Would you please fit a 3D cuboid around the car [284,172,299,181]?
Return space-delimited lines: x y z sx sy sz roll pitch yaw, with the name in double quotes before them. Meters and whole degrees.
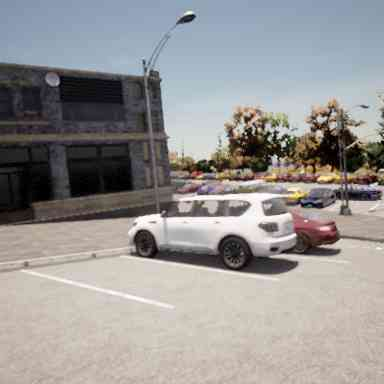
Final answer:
"car" 17.866 -2.381 55.487 2.002 1.452 4.674 0 6 42

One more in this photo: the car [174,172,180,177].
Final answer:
"car" -1.659 -4.586 95.334 5.366 1.575 1.946 -9 7 -44

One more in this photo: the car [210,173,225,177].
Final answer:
"car" 7.184 -3.541 76.605 2.097 1.535 5.008 1 7 45

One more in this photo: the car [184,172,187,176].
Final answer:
"car" 0.925 -4.264 90.037 4.792 1.488 2.163 -8 7 -44

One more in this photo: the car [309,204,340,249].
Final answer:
"car" 2.978 1.342 12.426 4.674 1.452 2.002 -1 0 35

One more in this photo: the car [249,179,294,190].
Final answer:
"car" 8.437 0.029 34.824 2.185 1.767 4.553 -1 7 40

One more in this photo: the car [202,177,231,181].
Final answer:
"car" 3.668 -1.187 53.653 1.882 1.535 5.008 -7 6 -27

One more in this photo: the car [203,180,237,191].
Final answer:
"car" 4.077 -0.195 42.775 2.002 1.452 4.674 0 8 41

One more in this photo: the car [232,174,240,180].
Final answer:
"car" 11.063 -3.075 68.603 2.163 1.488 4.792 1 7 44

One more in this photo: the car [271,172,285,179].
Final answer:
"car" 16.448 -2.677 58.065 2.185 1.767 4.553 0 6 43

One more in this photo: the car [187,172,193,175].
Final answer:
"car" 2.178 -4.396 87.356 5.566 2.045 2.435 -8 7 -44

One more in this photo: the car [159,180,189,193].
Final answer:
"car" -2.961 -0.911 56.127 2.097 1.535 5.008 0 7 43

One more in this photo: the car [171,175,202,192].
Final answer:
"car" -1.589 -1.025 53.440 2.435 2.045 5.566 0 7 43

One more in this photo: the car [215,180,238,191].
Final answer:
"car" 5.513 -0.102 40.122 2.231 1.521 4.892 -1 7 41

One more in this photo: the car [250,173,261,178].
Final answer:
"car" 13.764 -2.956 63.355 2.185 1.767 4.553 1 7 43

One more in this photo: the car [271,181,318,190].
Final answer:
"car" 10.086 0.246 32.381 1.946 1.575 5.366 -1 7 40

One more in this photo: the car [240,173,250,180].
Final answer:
"car" 12.399 -2.967 65.980 2.097 1.535 5.008 1 6 44

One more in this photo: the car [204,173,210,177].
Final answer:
"car" 5.893 -3.812 79.254 2.185 1.767 4.553 1 7 45

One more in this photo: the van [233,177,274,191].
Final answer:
"van" 7.040 -0.215 37.555 1.878 1.987 4.442 -1 7 41

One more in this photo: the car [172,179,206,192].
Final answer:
"car" -0.185 -0.595 50.762 2.002 1.452 4.674 0 8 42

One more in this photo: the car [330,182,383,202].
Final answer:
"car" 15.330 0.077 31.374 1.895 1.301 4.718 -7 6 -29

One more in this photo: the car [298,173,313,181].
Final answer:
"car" 19.272 -2.250 52.884 2.002 1.452 4.674 0 6 42

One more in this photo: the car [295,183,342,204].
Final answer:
"car" 11.307 0.449 29.581 2.163 1.488 4.792 0 7 40

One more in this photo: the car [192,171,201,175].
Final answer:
"car" 3.290 -3.975 84.527 5.366 1.575 1.946 -9 7 -44

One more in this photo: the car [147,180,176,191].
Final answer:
"car" -5.645 -1.197 61.527 2.097 1.535 5.008 1 8 44

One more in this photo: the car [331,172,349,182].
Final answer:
"car" 22.247 -2.055 47.837 1.946 1.575 5.366 0 6 41

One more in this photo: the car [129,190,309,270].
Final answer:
"car" 0.475 1.110 10.702 5.566 2.045 2.435 -1 0 35

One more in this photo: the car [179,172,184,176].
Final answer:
"car" -0.273 -4.423 92.787 4.792 1.488 2.163 -8 6 -44

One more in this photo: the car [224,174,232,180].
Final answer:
"car" 9.791 -3.225 71.309 2.163 1.488 4.792 1 7 44

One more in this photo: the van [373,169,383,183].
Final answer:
"van" 24.953 -1.996 42.440 1.878 1.987 4.442 1 6 41

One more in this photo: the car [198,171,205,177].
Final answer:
"car" 4.661 -3.839 81.967 4.892 1.521 2.231 -9 7 -44

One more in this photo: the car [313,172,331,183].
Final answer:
"car" 20.574 -2.144 50.145 1.946 1.575 5.366 1 7 41

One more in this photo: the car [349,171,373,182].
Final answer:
"car" 23.544 -2.029 45.084 2.185 1.767 4.553 0 6 41

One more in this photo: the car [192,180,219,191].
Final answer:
"car" 2.633 -0.326 45.429 2.002 1.452 4.674 0 7 42

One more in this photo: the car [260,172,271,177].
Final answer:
"car" 15.228 -2.713 60.855 1.946 1.575 5.366 0 6 43
